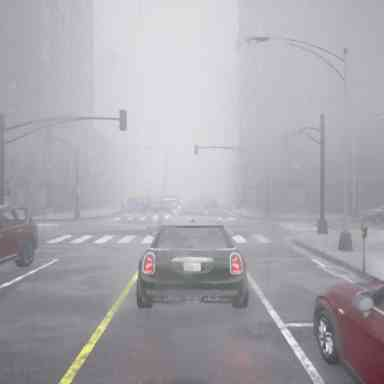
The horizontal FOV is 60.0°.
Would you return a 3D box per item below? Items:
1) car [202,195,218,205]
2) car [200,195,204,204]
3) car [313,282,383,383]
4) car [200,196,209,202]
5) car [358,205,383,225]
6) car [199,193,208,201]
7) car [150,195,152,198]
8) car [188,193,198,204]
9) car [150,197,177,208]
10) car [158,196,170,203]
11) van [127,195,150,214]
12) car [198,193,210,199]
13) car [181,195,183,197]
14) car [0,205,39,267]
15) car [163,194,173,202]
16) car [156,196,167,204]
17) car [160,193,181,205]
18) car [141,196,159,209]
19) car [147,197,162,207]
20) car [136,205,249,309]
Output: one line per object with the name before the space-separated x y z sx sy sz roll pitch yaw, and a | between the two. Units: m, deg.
car | 2.705 1.537 46.961 1.752 1.417 4.829 0 0 0
car | 2.709 1.563 52.386 2.008 1.369 4.403 0 0 0
car | 2.670 1.441 3.130 1.967 1.590 4.097 0 0 0
car | 2.727 1.597 74.763 1.802 1.307 4.206 0 0 0
car | 14.395 1.524 23.743 4.674 1.442 1.812 0 0 1
car | 3.069 1.242 86.586 2.150 2.045 5.566 0 0 0
car | -5.826 1.325 41.179 2.192 1.841 5.009 0 0 0
car | 0.107 1.540 66.610 1.812 1.442 4.674 0 0 0
car | -3.073 1.557 36.039 2.033 1.411 5.357 0 0 0
car | -5.804 1.565 69.158 2.008 1.369 4.403 0 0 0
van | -5.830 1.350 35.583 1.690 1.788 3.998 0 0 0
car | 2.718 1.329 63.574 2.192 1.841 5.009 0 0 0
car | -3.036 1.614 57.262 1.895 1.301 4.718 0 0 0
car | -5.852 1.318 8.635 2.192 1.841 5.009 0 0 0
car | -5.795 1.331 80.349 2.192 1.841 5.009 0 0 0
car | -5.808 1.539 63.392 1.752 1.417 4.829 0 0 0
car | -3.065 1.233 46.425 2.150 2.045 5.566 0 0 0
car | -5.822 1.451 46.775 1.967 1.590 4.097 0 0 0
car | -5.817 1.557 52.371 1.887 1.381 4.507 0 0 0
car | 0.016 1.355 8.056 2.097 1.767 4.553 0 0 0
